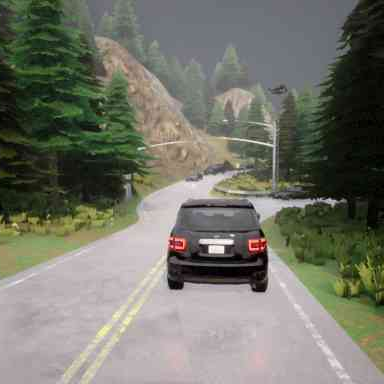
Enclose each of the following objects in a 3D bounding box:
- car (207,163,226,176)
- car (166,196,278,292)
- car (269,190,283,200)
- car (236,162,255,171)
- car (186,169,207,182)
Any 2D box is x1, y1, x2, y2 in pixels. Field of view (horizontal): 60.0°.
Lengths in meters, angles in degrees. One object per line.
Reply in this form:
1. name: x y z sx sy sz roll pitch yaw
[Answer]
1. car: 4.449 -4.337 63.781 2.150 2.045 5.566 4 10 36
2. car: 0.705 1.172 8.993 2.150 2.045 5.566 0 0 5
3. car: 10.381 0.113 33.103 5.357 1.411 2.033 -1 5 -11
4. car: 11.485 -5.593 70.931 4.553 1.767 2.097 -9 9 -36
5. car: 0.427 -2.530 55.250 1.994 1.385 4.181 2 10 19
